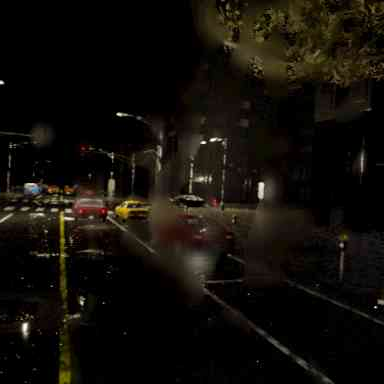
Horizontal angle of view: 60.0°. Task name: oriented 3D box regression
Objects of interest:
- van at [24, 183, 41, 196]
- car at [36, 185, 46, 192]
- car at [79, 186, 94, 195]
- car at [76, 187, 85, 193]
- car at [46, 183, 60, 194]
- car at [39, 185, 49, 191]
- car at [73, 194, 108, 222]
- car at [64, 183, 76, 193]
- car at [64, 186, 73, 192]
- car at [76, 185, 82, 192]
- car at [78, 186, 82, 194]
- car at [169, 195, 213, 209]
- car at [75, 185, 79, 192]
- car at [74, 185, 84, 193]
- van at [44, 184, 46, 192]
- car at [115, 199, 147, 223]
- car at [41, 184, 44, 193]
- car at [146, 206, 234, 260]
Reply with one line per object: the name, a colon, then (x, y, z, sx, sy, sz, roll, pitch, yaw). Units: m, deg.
van: (-23.789, -0.331, 49.126, 1.690, 1.788, 3.998, 3, 0, -21)
car: (-33.896, -0.804, 74.832, 1.802, 1.307, 4.206, 3, 0, -21)
car: (-17.866, 0.193, 57.386, 1.887, 1.381, 4.507, 3, 0, -21)
car: (-27.970, -0.520, 83.089, 1.887, 1.381, 4.507, 3, 0, -21)
car: (-27.470, -0.487, 66.067, 1.882, 1.535, 5.008, 3, 0, -21)
car: (-37.932, -1.120, 85.114, 2.008, 1.369, 4.403, 3, 0, -21)
car: (-6.520, 1.099, 21.068, 1.895, 1.301, 4.718, 3, 0, -21)
car: (-27.494, -0.530, 74.321, 1.882, 1.535, 5.008, 3, 0, -21)
car: (-31.311, -0.824, 84.043, 1.895, 1.301, 4.718, 3, 0, -21)
car: (-21.908, -0.093, 67.667, 1.887, 1.381, 4.507, 3, 0, -21)
car: (-19.887, 0.050, 62.526, 1.887, 1.381, 4.507, 3, 0, -21)
car: (-0.034, 1.097, 35.680, 4.902, 1.511, 2.128, 2, 1, -25)
car: (-23.990, -0.259, 72.965, 1.752, 1.417, 4.829, 3, 0, -21)
car: (-29.978, -0.891, 88.228, 2.192, 1.841, 5.009, 3, 0, -21)
van: (-29.845, -0.760, 64.549, 1.690, 1.788, 3.998, 3, 0, -21)
car: (-4.014, 1.169, 22.096, 1.752, 1.417, 4.829, 3, 0, -21)
car: (-25.820, -0.272, 54.268, 1.887, 1.381, 4.507, 3, 0, -21)
car: (-0.092, 1.475, 12.092, 1.887, 1.381, 4.507, 3, 0, -21)
